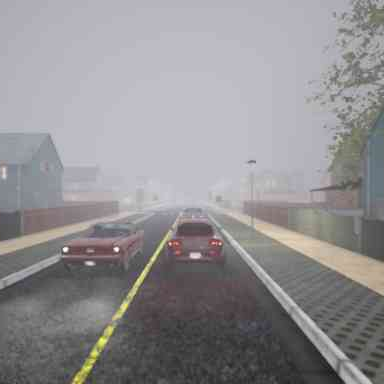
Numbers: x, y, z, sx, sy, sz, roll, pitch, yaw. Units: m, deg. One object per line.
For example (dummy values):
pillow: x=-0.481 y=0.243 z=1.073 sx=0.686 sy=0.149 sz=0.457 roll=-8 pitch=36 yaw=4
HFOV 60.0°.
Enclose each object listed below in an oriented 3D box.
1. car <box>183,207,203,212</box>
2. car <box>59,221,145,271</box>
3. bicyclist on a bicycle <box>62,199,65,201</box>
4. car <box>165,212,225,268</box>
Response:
car: x=0.096 y=1.863 z=25.983 sx=2.033 sy=1.411 sz=5.357 roll=0 pitch=-1 yaw=0
car: x=-2.850 y=1.727 z=11.528 sx=1.895 sy=1.301 sz=4.718 roll=0 pitch=-1 yaw=0
bicyclist on a bicycle: x=-20.160 y=1.867 z=52.293 sx=0.582 sy=1.620 sz=1.656 roll=0 pitch=0 yaw=0
car: x=0.096 y=1.654 z=11.685 sx=1.812 sy=1.442 sz=4.674 roll=0 pitch=-1 yaw=0
